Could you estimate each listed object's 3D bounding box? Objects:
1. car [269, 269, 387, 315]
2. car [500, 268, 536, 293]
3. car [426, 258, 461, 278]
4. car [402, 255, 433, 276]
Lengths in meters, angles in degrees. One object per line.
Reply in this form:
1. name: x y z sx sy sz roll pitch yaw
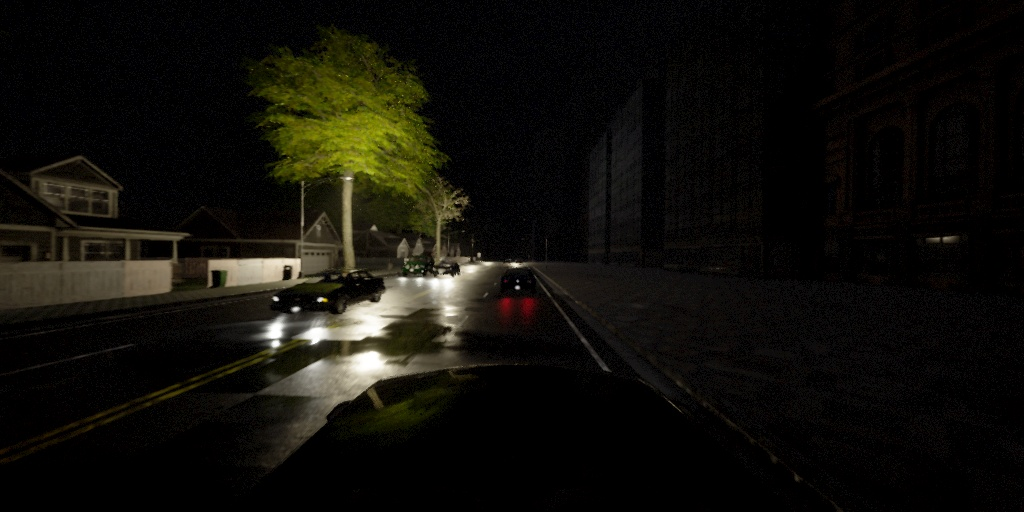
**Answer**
1. car: -6.402 1.208 13.357 2.033 1.411 5.357 1 0 1
2. car: 0.356 1.355 21.049 1.895 1.301 4.718 1 0 1
3. car: -5.935 1.159 32.999 2.128 1.511 4.902 1 0 2
4. car: -9.095 0.951 35.588 2.150 2.045 5.566 1 0 1
